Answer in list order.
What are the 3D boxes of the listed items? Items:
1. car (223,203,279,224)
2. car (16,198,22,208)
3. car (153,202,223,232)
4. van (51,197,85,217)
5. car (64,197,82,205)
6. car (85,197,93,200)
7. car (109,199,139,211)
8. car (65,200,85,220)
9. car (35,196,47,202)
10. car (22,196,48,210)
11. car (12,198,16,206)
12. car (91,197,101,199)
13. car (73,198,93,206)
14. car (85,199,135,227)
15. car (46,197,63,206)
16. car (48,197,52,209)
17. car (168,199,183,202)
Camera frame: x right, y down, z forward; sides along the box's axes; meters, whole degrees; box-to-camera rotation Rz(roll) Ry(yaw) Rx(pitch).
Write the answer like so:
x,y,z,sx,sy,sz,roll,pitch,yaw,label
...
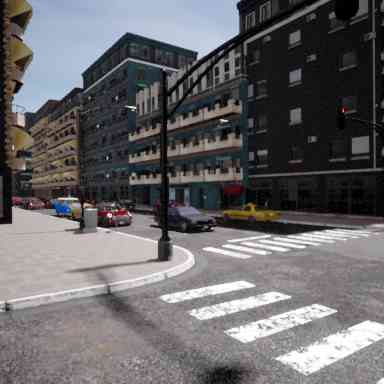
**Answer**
x,y,z,sx,sy,sz,roll,pitch,yaw,label
4.071,1.496,24.435,1.752,1.417,4.829,-1,1,-36,car
-25.183,1.769,50.931,1.947,1.339,4.313,-1,1,-36,car
-0.614,1.606,21.081,2.033,1.411,5.357,-1,0,-32,car
-12.308,1.482,32.924,1.690,1.788,3.998,-1,1,-36,van
-21.587,1.644,60.307,2.008,1.369,4.403,-1,1,-36,car
-15.150,1.500,51.303,1.967,1.590,4.097,-1,1,-36,car
-8.709,1.580,42.301,2.008,1.369,4.403,-1,1,-36,car
-8.986,1.651,28.286,1.752,1.417,4.829,-1,1,-36,car
-37.685,1.727,82.814,1.887,1.381,4.507,-1,1,-36,car
-21.965,1.627,46.429,1.967,1.590,4.097,-1,1,-36,car
-31.622,1.782,59.934,1.887,1.381,4.507,-1,1,-36,car
-7.330,1.587,30.425,1.837,1.490,4.892,-1,2,-36,car
-18.367,1.642,55.806,1.947,1.339,4.313,-1,1,-36,car
-5.867,1.552,23.923,1.967,1.590,4.097,-1,1,-36,car
-25.392,1.646,61.175,1.837,1.490,4.892,-1,0,-36,car
-20.028,1.695,48.333,2.033,1.411,5.357,-1,0,-35,car
-2.271,1.439,33.298,1.967,1.590,4.097,-1,1,-36,car
